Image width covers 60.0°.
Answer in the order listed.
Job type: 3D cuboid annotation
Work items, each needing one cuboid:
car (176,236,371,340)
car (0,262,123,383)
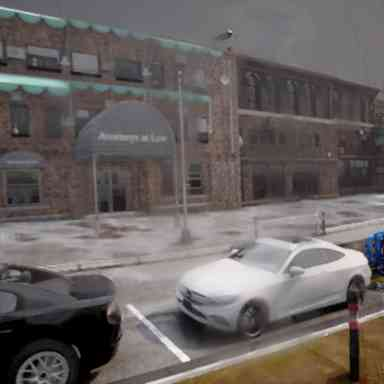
[{"bbox_3d":[1.921,1.730,7.130,4.674,1.452,2.002,-1,2,-31],"label":"car"},{"bbox_3d":[-3.395,1.694,4.049,5.008,1.535,2.097,0,-1,-26],"label":"car"}]
